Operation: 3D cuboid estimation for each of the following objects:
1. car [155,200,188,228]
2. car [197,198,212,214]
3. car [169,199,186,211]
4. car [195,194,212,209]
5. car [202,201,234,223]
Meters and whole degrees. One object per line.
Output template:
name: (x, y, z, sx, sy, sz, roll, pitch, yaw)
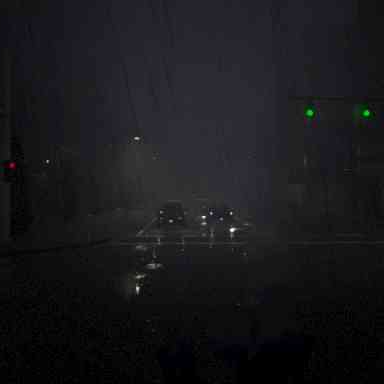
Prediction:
car: (-1.338, 1.537, 22.693, 1.837, 1.490, 4.892, 0, 0, -1)
car: (1.836, 1.644, 35.315, 1.895, 1.301, 4.718, 0, 0, -1)
car: (-1.873, 1.608, 42.839, 2.033, 1.411, 5.357, 0, 0, -2)
car: (1.545, 1.279, 46.075, 2.150, 2.045, 5.566, 0, 0, -2)
car: (2.080, 1.631, 26.149, 1.895, 1.301, 4.718, 0, 0, -1)
